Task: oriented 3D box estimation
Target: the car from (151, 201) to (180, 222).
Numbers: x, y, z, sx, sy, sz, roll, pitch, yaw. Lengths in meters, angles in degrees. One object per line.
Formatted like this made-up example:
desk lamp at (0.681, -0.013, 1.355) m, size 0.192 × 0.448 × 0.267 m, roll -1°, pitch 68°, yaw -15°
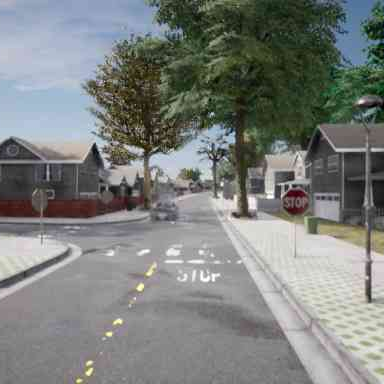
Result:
car at (-2.000, 1.485, 25.706) m, size 2.128 × 1.511 × 4.902 m, roll 0°, pitch 1°, yaw 2°
